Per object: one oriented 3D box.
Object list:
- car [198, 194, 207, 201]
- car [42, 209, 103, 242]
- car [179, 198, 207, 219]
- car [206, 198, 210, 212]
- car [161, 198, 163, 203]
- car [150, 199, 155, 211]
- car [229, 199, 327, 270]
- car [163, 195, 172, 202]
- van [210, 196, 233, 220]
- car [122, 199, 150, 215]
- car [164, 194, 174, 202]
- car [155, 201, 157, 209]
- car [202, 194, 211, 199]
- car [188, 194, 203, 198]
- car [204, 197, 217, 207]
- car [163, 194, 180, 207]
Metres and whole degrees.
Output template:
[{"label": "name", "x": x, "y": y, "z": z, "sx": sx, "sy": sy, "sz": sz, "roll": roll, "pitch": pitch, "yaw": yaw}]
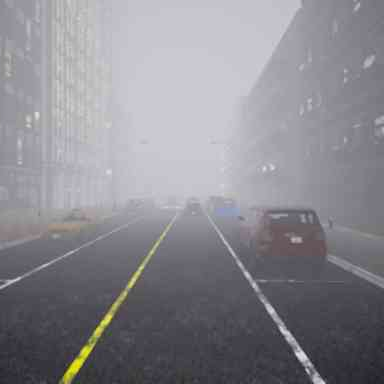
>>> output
[{"label": "car", "x": 2.700, "y": 1.391, "z": 88.667, "sx": 2.192, "sy": 1.841, "sz": 5.009, "roll": 0, "pitch": 0, "yaw": 0}, {"label": "car", "x": -5.690, "y": 1.533, "z": 16.335, "sx": 1.752, "sy": 1.417, "sz": 4.829, "roll": 0, "pitch": 0, "yaw": 0}, {"label": "car", "x": 0.101, "y": 1.541, "z": 28.779, "sx": 1.812, "sy": 1.442, "sz": 4.674, "roll": 0, "pitch": 0, "yaw": 0}, {"label": "car", "x": 2.693, "y": 1.569, "z": 33.157, "sx": 2.008, "sy": 1.369, "sz": 4.403, "roll": 0, "pitch": 0, "yaw": 0}, {"label": "car", "x": -5.682, "y": 1.638, "z": 72.014, "sx": 1.802, "sy": 1.307, "sz": 4.206, "roll": 0, "pitch": 0, "yaw": 0}, {"label": "car", "x": -5.687, "y": 1.548, "z": 38.539, "sx": 1.752, "sy": 1.417, "sz": 4.829, "roll": 0, "pitch": 0, "yaw": 0}, {"label": "car", "x": 2.690, "y": 1.320, "z": 10.955, "sx": 2.192, "sy": 1.841, "sz": 5.009, "roll": 0, "pitch": 0, "yaw": 0}, {"label": "car", "x": -5.682, "y": 1.502, "z": 77.565, "sx": 1.967, "sy": 1.590, "sz": 4.097, "roll": 0, "pitch": 0, "yaw": 0}, {"label": "van", "x": 2.692, "y": 1.356, "z": 27.607, "sx": 1.690, "sy": 1.788, "sz": 3.998, "roll": 0, "pitch": 0, "yaw": 0}, {"label": "car", "x": -5.688, "y": 1.459, "z": 33.158, "sx": 1.967, "sy": 1.590, "sz": 4.097, "roll": 0, "pitch": 0, "yaw": 0}, {"label": "car", "x": -5.681, "y": 1.384, "z": 83.117, "sx": 2.192, "sy": 1.841, "sz": 5.009, "roll": 0, "pitch": 0, "yaw": 0}, {"label": "car", "x": -5.686, "y": 1.579, "z": 44.260, "sx": 2.008, "sy": 1.369, "sz": 4.403, "roll": 0, "pitch": 0, "yaw": 0}, {"label": "car", "x": 2.693, "y": 1.338, "z": 38.709, "sx": 2.192, "sy": 1.841, "sz": 5.009, "roll": 0, "pitch": 0, "yaw": 0}, {"label": "car", "x": 0.108, "y": 1.382, "z": 45.993, "sx": 2.097, "sy": 1.767, "sz": 4.553, "roll": 0, "pitch": 0, "yaw": 0}, {"label": "car", "x": 3.007, "y": 1.542, "z": 53.873, "sx": 1.837, "sy": 1.490, "sz": 4.892, "roll": 0, "pitch": 0, "yaw": 0}, {"label": "car", "x": -3.063, "y": 1.389, "z": 53.219, "sx": 2.097, "sy": 1.767, "sz": 4.553, "roll": 0, "pitch": 0, "yaw": 0}]
